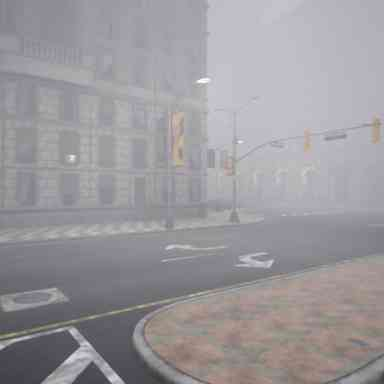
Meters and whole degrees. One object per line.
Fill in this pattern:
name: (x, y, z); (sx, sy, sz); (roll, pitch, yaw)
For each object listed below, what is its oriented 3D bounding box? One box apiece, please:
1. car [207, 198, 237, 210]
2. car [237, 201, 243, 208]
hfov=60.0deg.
car: (3.290, 1.572, 42.931); (1.994, 1.385, 4.181); (0, 0, -36)
car: (5.092, 1.573, 46.431); (1.994, 1.385, 4.181); (0, 0, -36)
